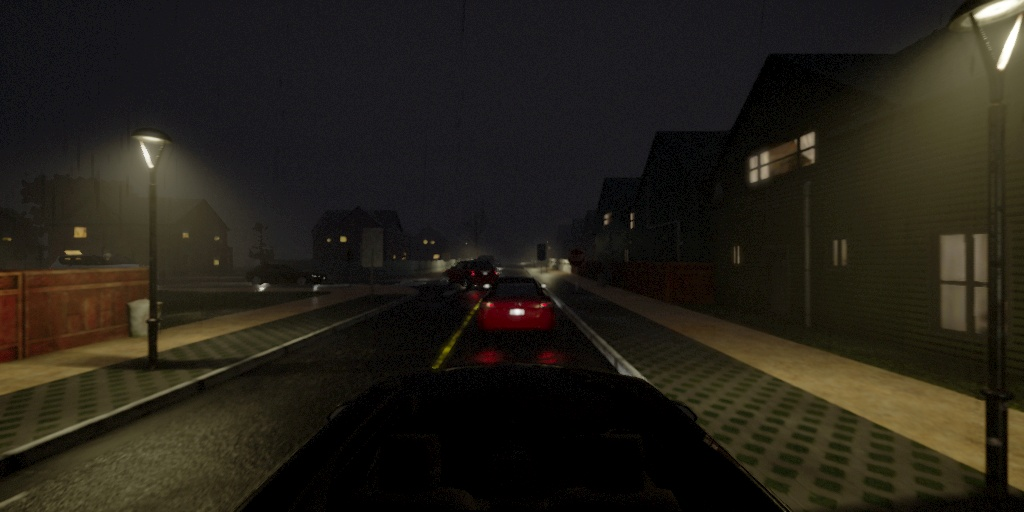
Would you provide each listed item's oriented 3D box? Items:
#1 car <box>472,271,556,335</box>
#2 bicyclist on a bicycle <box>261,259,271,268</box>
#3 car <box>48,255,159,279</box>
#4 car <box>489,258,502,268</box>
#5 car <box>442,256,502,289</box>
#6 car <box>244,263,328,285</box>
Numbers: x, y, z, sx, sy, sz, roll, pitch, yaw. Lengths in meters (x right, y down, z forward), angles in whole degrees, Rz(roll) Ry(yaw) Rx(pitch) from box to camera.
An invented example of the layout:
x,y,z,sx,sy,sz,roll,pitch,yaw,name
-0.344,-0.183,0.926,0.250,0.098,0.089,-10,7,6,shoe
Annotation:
x,y,z,sx,sy,sz,roll,pitch,yaw,name
0.105,1.303,10.517,1.994,1.385,4.181,0,0,-1,car
-20.212,1.062,29.395,0.582,1.620,1.656,0,0,0,bicyclist on a bicycle
-26.665,0.924,23.494,5.566,2.045,2.150,0,-1,0,car
-2.791,1.170,61.450,1.882,1.535,5.008,0,0,1,car
-2.793,1.075,23.250,2.097,1.767,4.553,0,0,-34,car
-14.759,1.211,23.574,4.892,1.490,1.837,0,-1,0,car
